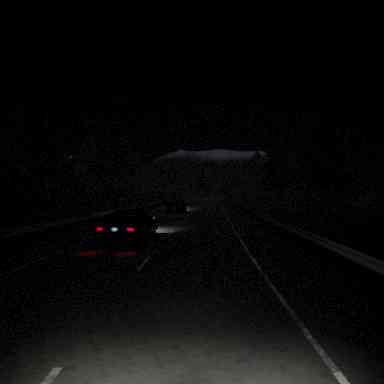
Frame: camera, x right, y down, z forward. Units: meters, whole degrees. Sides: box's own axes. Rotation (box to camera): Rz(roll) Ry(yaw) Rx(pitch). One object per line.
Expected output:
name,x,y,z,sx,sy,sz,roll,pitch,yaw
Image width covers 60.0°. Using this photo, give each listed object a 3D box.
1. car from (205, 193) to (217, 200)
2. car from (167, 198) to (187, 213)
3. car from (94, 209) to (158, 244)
car,5.402,1.177,89.006,2.097,1.767,4.553,0,0,0
car,-1.638,1.416,36.504,2.128,1.511,4.902,0,0,3
car,-2.884,1.514,15.493,2.033,1.411,5.357,0,0,3
